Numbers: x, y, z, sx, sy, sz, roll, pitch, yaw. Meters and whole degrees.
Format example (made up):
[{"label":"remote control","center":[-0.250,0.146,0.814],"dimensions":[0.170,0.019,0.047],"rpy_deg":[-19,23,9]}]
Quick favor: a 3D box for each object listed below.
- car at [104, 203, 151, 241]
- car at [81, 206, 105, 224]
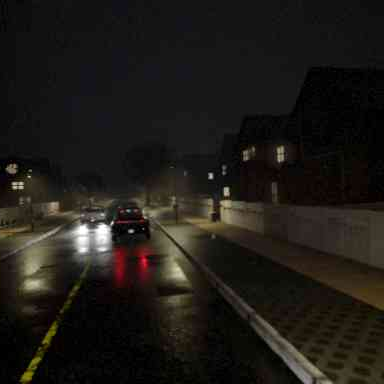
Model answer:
[{"label":"car","center":[-3.196,1.574,17.448],"dimensions":[2.128,1.511,4.902],"rpy_deg":[-2,0,-10]},{"label":"car","center":[-7.997,1.849,27.543],"dimensions":[1.895,1.301,4.718],"rpy_deg":[-2,0,-11]}]
